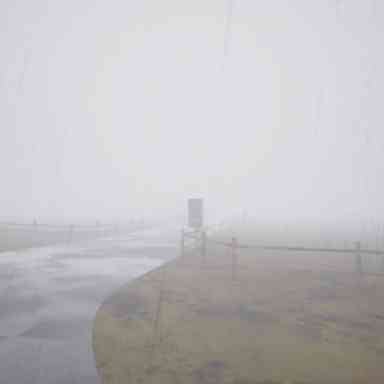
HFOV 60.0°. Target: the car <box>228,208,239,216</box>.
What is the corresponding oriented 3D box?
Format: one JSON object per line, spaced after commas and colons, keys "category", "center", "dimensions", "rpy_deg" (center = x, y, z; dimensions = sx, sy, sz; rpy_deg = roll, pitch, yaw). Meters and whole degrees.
{"category": "car", "center": [10.905, 5.716, 90.353], "dimensions": [2.033, 1.411, 5.357], "rpy_deg": [-1, -1, 11]}
